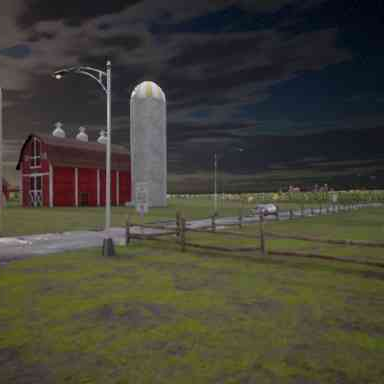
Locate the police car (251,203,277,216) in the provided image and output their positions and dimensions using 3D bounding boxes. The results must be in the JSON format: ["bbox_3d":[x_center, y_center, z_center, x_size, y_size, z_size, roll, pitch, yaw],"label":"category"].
[{"bbox_3d":[8.960,2.178,41.244,2.038,1.542,4.974,-1,-1,35],"label":"police car"}]
